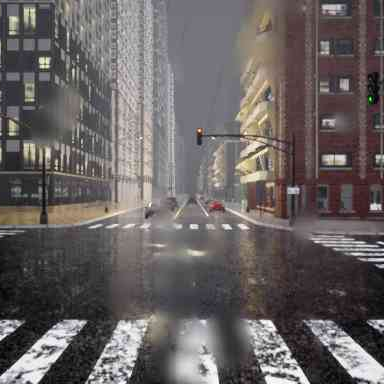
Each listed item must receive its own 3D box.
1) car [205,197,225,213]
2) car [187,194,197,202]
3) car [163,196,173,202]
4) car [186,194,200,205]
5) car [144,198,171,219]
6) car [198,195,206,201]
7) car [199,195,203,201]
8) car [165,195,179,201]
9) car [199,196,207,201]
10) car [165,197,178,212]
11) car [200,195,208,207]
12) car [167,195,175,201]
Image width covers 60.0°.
[{"bbox_3d":[2.739,1.591,37.253,1.802,1.307,4.206,0,0,0],"label":"car"},{"bbox_3d":[-0.004,1.218,69.824,2.097,1.767,4.553,0,0,0],"label":"car"},{"bbox_3d":[-5.695,1.589,78.412,2.008,1.369,4.403,0,0,0],"label":"car"},{"bbox_3d":[-0.003,1.548,59.851,1.812,1.442,4.674,0,0,0],"label":"car"},{"bbox_3d":[-3.120,1.553,29.519,2.033,1.411,5.357,0,0,-4],"label":"car"},{"bbox_3d":[2.684,1.491,89.710,1.967,1.590,4.097,0,0,0],"label":"car"},{"bbox_3d":[2.688,1.571,55.818,2.008,1.369,4.403,0,0,0],"label":"car"},{"bbox_3d":[-3.057,1.521,49.954,1.837,1.490,4.892,0,0,0],"label":"car"},{"bbox_3d":[2.684,1.626,84.061,1.802,1.307,4.206,0,0,0],"label":"car"},{"bbox_3d":[-3.085,1.574,39.539,1.994,1.385,4.181,0,0,1],"label":"car"},{"bbox_3d":[2.688,1.567,50.170,2.008,1.369,4.403,0,0,0],"label":"car"},{"bbox_3d":[-5.697,1.595,89.709,1.887,1.381,4.507,0,0,0],"label":"car"}]
